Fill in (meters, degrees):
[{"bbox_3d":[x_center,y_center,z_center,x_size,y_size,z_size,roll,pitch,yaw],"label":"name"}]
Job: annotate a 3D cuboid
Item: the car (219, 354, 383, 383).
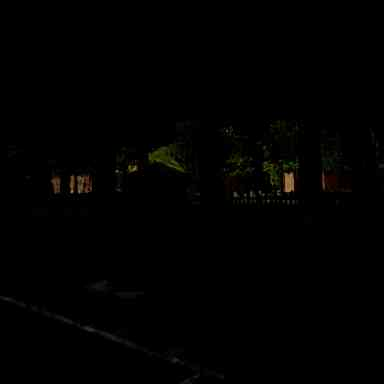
[{"bbox_3d":[1.934,1.544,1.442,4.403,1.369,2.008,-1,-1,36],"label":"car"}]
